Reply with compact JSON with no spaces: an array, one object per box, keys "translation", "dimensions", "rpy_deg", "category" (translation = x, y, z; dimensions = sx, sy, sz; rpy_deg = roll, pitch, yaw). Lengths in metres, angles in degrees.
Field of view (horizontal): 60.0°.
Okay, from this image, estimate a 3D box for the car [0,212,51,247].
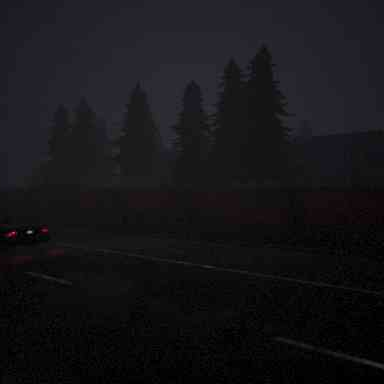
[{"translation":[-8.149,1.561,13.981],"dimensions":[5.357,1.411,2.033],"rpy_deg":[0,0,36],"category":"car"}]
